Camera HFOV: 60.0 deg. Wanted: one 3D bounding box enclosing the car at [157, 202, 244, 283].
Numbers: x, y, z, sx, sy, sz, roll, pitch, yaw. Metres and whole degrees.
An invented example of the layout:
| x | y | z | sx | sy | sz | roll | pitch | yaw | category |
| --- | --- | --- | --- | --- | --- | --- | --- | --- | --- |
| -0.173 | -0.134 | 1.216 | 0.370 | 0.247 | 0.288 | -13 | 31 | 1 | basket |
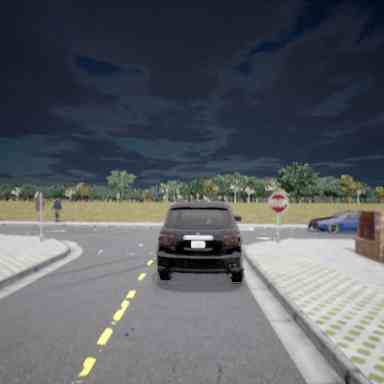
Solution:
| x | y | z | sx | sy | sz | roll | pitch | yaw | category |
| --- | --- | --- | --- | --- | --- | --- | --- | --- | --- |
| 0.361 | 1.315 | 10.198 | 2.150 | 2.045 | 5.566 | 0 | -1 | 5 | car |

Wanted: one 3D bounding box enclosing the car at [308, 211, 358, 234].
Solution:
| x | y | z | sx | sy | sz | roll | pitch | yaw | category |
| --- | --- | --- | --- | --- | --- | --- | --- | --- | --- |
| 10.278 | 1.895 | 21.181 | 5.357 | 1.411 | 2.033 | 1 | -1 | 0 | car |

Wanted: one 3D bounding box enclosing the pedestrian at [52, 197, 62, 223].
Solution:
| x | y | z | sx | sy | sz | roll | pitch | yaw | category |
| --- | --- | --- | --- | --- | --- | --- | --- | --- | --- |
| -9.708 | 1.285 | 23.966 | 0.375 | 1.860 | 0.375 | 0 | -2 | 0 | pedestrian |
